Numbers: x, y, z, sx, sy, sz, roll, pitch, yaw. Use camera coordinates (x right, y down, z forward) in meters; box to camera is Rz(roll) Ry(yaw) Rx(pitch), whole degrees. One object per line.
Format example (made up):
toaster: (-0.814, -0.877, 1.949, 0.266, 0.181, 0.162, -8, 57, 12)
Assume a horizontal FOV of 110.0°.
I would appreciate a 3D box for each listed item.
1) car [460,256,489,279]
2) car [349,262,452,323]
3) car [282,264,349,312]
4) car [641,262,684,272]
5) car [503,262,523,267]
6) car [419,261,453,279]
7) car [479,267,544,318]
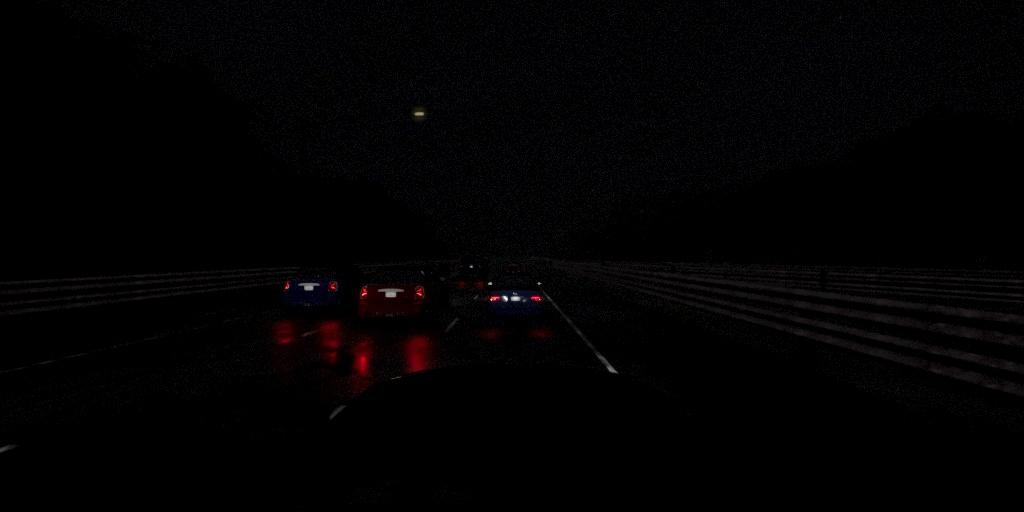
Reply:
car: (-3.396, 0.982, 32.717, 2.150, 2.045, 5.566, 0, 0, 0)
car: (-3.398, 1.105, 12.195, 2.097, 1.767, 4.553, 0, 0, 0)
car: (-6.896, 1.104, 14.304, 2.097, 1.767, 4.553, 0, 0, 0)
car: (15.062, 1.376, 36.155, 2.163, 1.488, 4.792, 0, 0, -16)
car: (0.107, 1.287, 34.397, 1.812, 1.442, 4.674, 0, 0, 0)
car: (-6.893, 1.253, 33.249, 2.128, 1.511, 4.902, 0, 0, 0)
car: (0.103, 1.300, 13.018, 2.033, 1.411, 5.357, 0, 0, 0)
